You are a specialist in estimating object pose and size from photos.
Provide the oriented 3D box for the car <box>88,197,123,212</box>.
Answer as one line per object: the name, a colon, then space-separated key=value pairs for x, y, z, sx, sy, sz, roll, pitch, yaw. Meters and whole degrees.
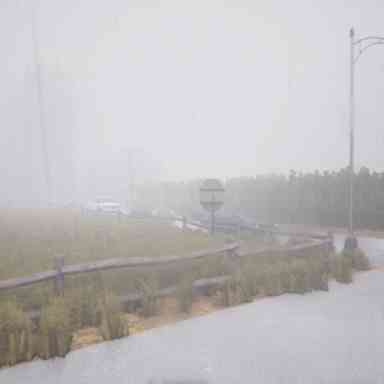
car: x=-9.383 y=1.522 z=35.601 sx=2.150 sy=2.045 sz=5.566 roll=1 pitch=0 yaw=-35

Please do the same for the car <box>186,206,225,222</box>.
car: x=1.346 y=1.791 z=26.170 sx=2.128 sy=1.511 sz=4.902 roll=1 pitch=-1 yaw=-35

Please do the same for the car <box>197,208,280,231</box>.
car: x=2.605 y=1.825 z=18.811 sx=1.895 sy=1.301 sz=4.718 roll=1 pitch=-1 yaw=-36

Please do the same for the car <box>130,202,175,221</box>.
car: x=-3.246 y=1.634 z=26.981 sx=2.097 sy=1.767 sz=4.553 roll=1 pitch=-1 yaw=-36
